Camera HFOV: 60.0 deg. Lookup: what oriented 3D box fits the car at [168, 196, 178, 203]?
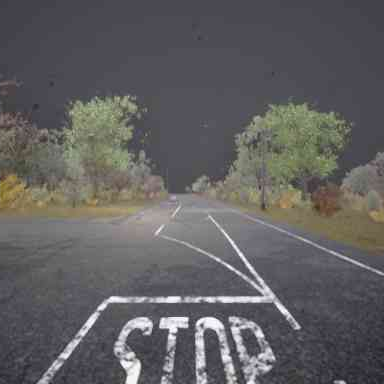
[{"bbox_3d":[-3.925,1.616,70.444,1.812,1.442,4.674,0,0,-1],"label":"car"}]
